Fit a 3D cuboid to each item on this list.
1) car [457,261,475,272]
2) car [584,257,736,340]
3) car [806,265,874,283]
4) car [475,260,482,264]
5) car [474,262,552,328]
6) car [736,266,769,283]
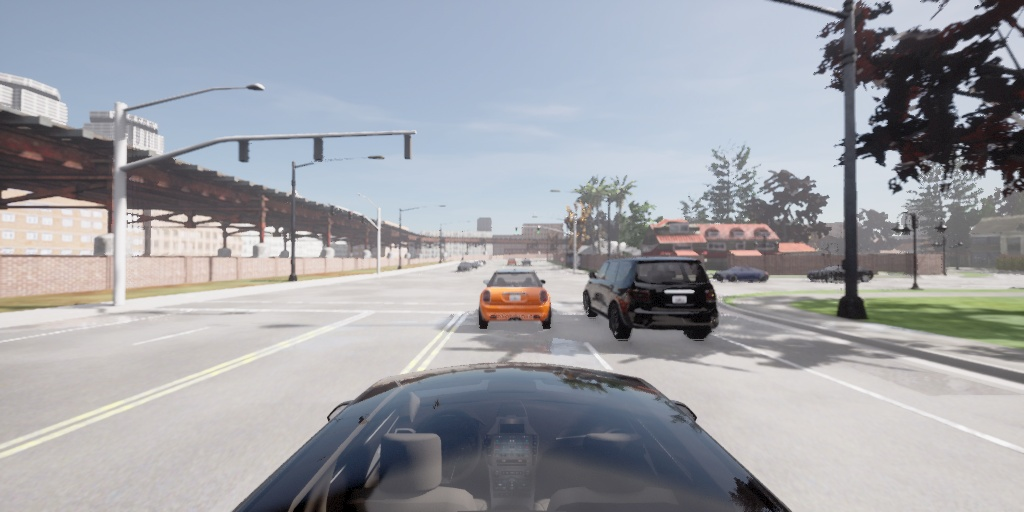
[{"bbox_3d":[-7.104,1.603,53.919,1.837,1.490,4.892,0,0,0],"label":"car"},{"bbox_3d":[3.588,1.051,10.347,2.150,2.045,5.566,0,-1,0],"label":"car"},{"bbox_3d":[28.701,1.502,31.460,5.008,1.535,1.882,0,-1,-2],"label":"car"},{"bbox_3d":[-7.046,1.639,63.265,1.994,1.385,4.181,0,0,1],"label":"car"},{"bbox_3d":[0.089,1.197,11.983,2.097,1.767,4.553,0,-1,0],"label":"car"},{"bbox_3d":[19.885,1.587,31.231,4.181,1.385,1.994,0,-1,-1],"label":"car"}]
